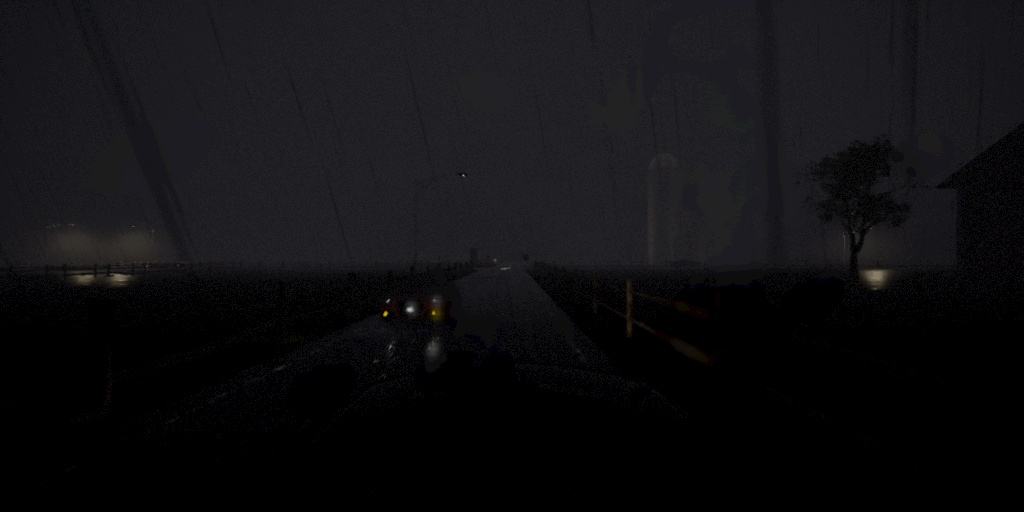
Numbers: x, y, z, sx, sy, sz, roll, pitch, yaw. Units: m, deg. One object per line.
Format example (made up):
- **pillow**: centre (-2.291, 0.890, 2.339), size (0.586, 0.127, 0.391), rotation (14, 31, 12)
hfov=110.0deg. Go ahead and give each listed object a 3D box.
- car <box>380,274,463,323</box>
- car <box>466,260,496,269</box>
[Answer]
- **car**: centre (-2.851, 1.318, 12.064), size (1.994, 1.385, 4.181), rotation (0, 0, 0)
- **car**: centre (-5.299, 1.422, 59.855), size (5.357, 1.411, 2.033), rotation (0, 0, 0)
